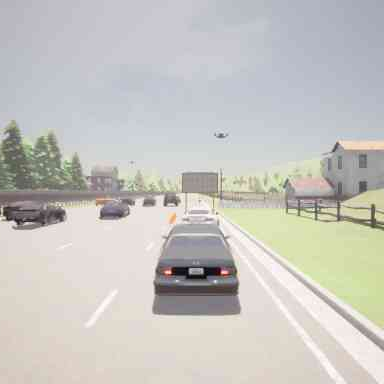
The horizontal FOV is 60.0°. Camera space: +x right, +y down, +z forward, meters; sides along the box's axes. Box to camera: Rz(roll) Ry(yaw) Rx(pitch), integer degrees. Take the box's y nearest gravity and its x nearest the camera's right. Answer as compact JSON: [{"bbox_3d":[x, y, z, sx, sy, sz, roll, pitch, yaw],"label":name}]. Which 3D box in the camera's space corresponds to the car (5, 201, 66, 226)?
[{"bbox_3d":[-10.376,1.490,23.075,2.128,1.511,4.902,0,0,0],"label":"car"}]

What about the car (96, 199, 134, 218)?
[{"bbox_3d":[-6.870,1.563,29.972,1.994,1.385,4.181,0,0,0],"label":"car"}]

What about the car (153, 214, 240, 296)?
[{"bbox_3d":[0.107,1.547,8.806,2.033,1.411,5.357,0,0,1],"label":"car"}]

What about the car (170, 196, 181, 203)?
[{"bbox_3d":[-3.329,1.564,68.557,1.994,1.385,4.181,0,0,0],"label":"car"}]

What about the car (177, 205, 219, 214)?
[{"bbox_3d":[0.488,1.539,18.444,1.812,1.442,4.674,0,-1,6],"label":"car"}]

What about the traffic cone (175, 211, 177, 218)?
[{"bbox_3d":[-1.461,1.955,25.162,0.340,0.580,0.340,0,0,0],"label":"traffic cone"}]

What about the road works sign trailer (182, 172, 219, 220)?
[{"bbox_3d":[0.510,0.464,22.059,2.380,3.560,2.880,0,0,-3],"label":"road works sign trailer"}]

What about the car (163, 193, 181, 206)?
[{"bbox_3d":[-3.345,1.221,53.342,2.150,2.045,5.566,0,0,0],"label":"car"}]

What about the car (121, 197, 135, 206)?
[{"bbox_3d":[-10.345,1.478,53.510,1.882,1.535,5.008,0,0,0],"label":"car"}]

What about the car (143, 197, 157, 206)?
[{"bbox_3d":[-6.844,1.507,54.204,1.837,1.490,4.892,0,1,0],"label":"car"}]

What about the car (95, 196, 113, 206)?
[{"bbox_3d":[-13.846,1.352,53.113,2.097,1.767,4.553,0,0,0],"label":"car"}]

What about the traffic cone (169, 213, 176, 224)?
[{"bbox_3d":[-1.463,1.955,23.162,0.340,0.580,0.340,0,0,0],"label":"traffic cone"}]
